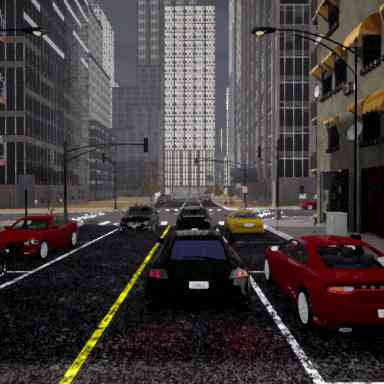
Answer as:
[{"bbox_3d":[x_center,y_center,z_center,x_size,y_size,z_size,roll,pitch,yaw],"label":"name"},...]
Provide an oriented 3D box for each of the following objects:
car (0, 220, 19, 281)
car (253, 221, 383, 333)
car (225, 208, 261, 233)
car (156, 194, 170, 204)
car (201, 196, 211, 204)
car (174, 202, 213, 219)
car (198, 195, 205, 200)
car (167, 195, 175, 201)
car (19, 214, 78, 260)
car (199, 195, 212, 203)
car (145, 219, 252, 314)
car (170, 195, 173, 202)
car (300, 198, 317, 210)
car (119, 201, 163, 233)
[{"bbox_3d":[-5.693,1.439,6.852,1.967,1.590,4.097,-1,0,0],"label":"car"},{"bbox_3d":[2.689,1.544,6.830,1.887,1.381,4.507,-1,0,0],"label":"car"},{"bbox_3d":[2.699,1.523,18.047,1.752,1.417,4.829,-1,0,0],"label":"car"},{"bbox_3d":[-5.639,1.542,61.412,1.887,1.381,4.507,-1,0,0],"label":"car"},{"bbox_3d":[2.747,1.523,67.132,1.752,1.417,4.829,-1,0,0],"label":"car"},{"bbox_3d":[0.094,1.503,17.698,1.837,1.490,4.892,0,0,-1],"label":"car"},{"bbox_3d":[2.774,1.582,94.760,1.802,1.307,4.206,-1,0,0],"label":"car"},{"bbox_3d":[-5.612,1.544,89.209,1.887,1.381,4.507,-1,0,0],"label":"car"},{"bbox_3d":[-5.687,1.543,12.376,1.887,1.381,4.507,-1,0,0],"label":"car"},{"bbox_3d":[2.740,1.437,61.403,1.967,1.590,4.097,-1,0,0],"label":"car"},{"bbox_3d":[0.111,1.563,7.714,1.994,1.385,4.181,0,0,0],"label":"car"},{"bbox_3d":[-5.635,1.313,66.972,2.192,1.841,5.009,-1,0,0],"label":"car"},{"bbox_3d":[14.287,1.256,36.990,4.507,1.381,1.887,-1,1,0],"label":"car"},{"bbox_3d":[-2.981,1.540,19.617,1.837,1.490,4.892,0,0,0],"label":"car"}]
